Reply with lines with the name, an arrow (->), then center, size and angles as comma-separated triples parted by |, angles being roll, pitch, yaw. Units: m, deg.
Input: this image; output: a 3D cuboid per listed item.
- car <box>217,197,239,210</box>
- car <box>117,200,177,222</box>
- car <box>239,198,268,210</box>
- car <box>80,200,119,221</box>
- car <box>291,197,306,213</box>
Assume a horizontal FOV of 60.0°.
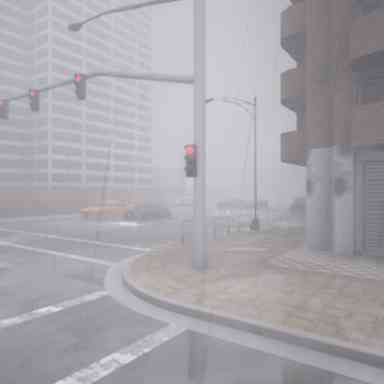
car -> 5.155, 1.476, 44.254 | 1.882, 1.535, 5.008 | 0, 0, 35
car -> -3.454, 1.561, 26.148 | 1.994, 1.385, 4.181 | 0, 0, 35
car -> 8.268, 1.526, 42.589 | 1.812, 1.442, 4.674 | 0, 0, 35
car -> -6.818, 1.475, 27.453 | 1.882, 1.535, 5.008 | 0, 0, 35
car -> 12.399, 1.351, 36.123 | 2.097, 1.767, 4.553 | 0, 0, 35
